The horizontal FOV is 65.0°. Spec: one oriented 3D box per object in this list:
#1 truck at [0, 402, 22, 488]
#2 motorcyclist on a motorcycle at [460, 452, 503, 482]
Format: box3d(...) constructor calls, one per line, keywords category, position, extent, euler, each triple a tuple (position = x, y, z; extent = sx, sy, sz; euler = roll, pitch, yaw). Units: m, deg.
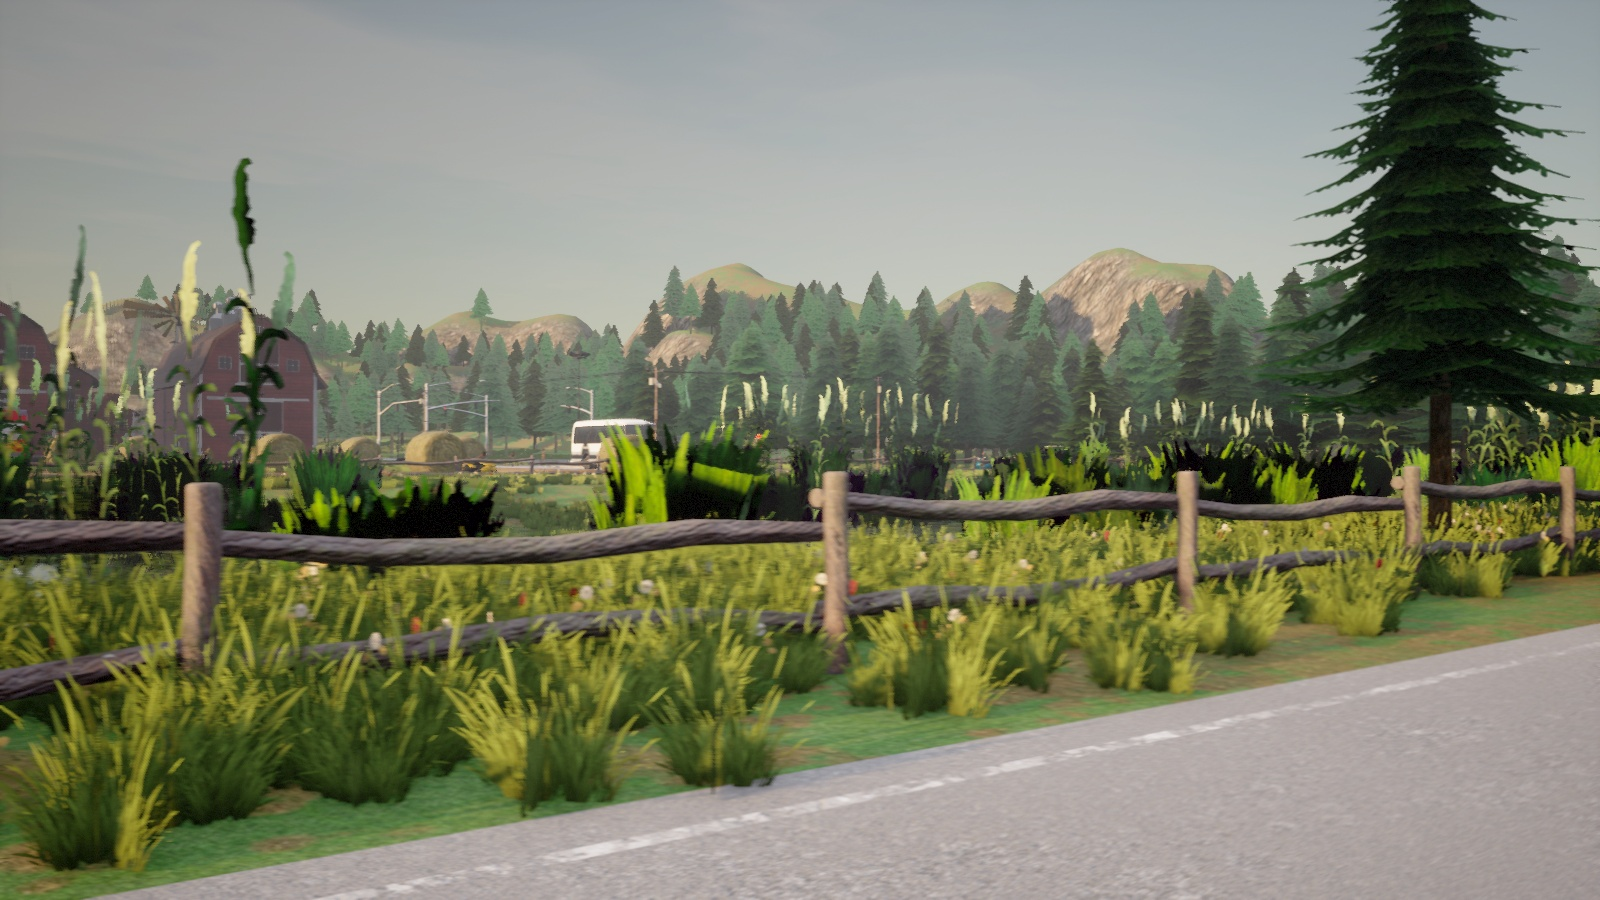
box3d(category="truck", position=(-39.334, -0.233, 55.323), extent=(8.468, 3.827, 2.891), euler=(0, 0, -34))
box3d(category="motorcyclist on a motorcycle", position=(-16.814, 0.893, 66.361), extent=(2.044, 1.523, 0.797), euler=(0, 0, -35))
